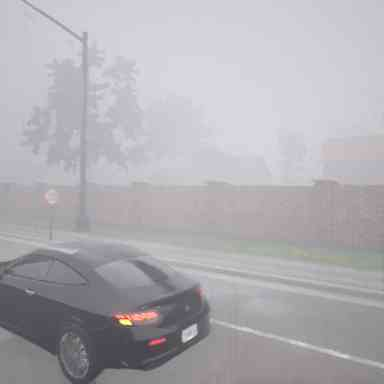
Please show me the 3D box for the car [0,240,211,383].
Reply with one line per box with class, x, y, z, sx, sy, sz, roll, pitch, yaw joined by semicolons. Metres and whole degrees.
car;-1.902;1.518;5.347;4.674;1.442;1.812;0;0;36
